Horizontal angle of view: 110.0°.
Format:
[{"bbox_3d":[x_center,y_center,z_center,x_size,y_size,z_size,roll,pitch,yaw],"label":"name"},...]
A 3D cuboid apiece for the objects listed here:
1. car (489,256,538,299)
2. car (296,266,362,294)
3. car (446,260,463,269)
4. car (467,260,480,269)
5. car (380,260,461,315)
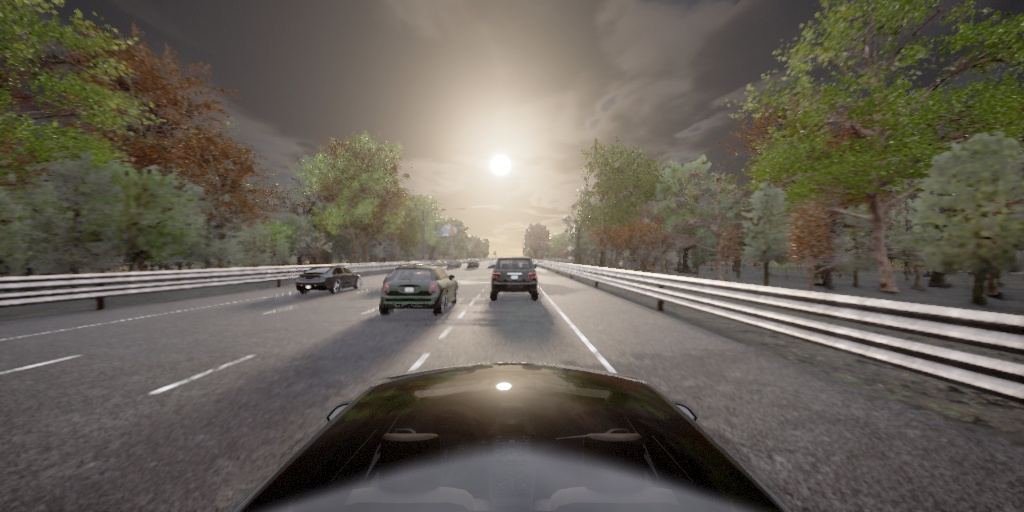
[{"bbox_3d":[0.118,1.028,18.436,2.150,2.045,5.566,0,0,0],"label":"car"},{"bbox_3d":[-10.373,1.316,20.689,1.837,1.490,4.892,0,0,0],"label":"car"},{"bbox_3d":[-10.270,1.456,64.447,2.128,1.511,4.902,0,0,0],"label":"car"},{"bbox_3d":[-6.771,1.468,63.690,1.837,1.490,4.892,0,0,0],"label":"car"},{"bbox_3d":[-3.390,1.141,13.955,2.097,1.767,4.553,0,0,0],"label":"car"}]
